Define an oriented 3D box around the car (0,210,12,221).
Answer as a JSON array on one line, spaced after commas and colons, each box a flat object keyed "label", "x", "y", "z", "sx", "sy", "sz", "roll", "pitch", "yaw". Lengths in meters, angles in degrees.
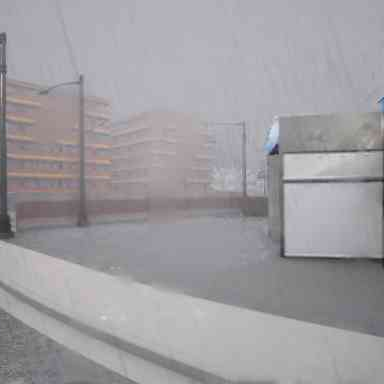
[{"label": "car", "x": -16.817, "y": 1.715, "z": 26.189, "sx": 2.097, "sy": 1.767, "sz": 4.553, "roll": -1, "pitch": -1, "yaw": 45}]
